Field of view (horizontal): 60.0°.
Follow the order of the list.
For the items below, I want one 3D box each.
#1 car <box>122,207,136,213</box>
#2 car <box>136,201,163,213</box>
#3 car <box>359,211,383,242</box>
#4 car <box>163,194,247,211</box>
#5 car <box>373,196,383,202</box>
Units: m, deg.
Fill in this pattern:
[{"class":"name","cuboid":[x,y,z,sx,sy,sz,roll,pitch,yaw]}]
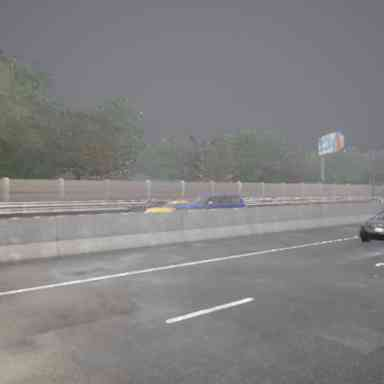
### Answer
[{"class":"car","cuboid":[-3.089,1.484,27.587,5.357,1.411,2.033,0,0,-35]},{"class":"car","cuboid":[-1.231,1.415,24.611,5.008,1.535,1.882,0,0,-35]},{"class":"car","cuboid":[9.204,1.489,14.612,4.181,1.385,1.994,0,0,-36]},{"class":"car","cuboid":[1.181,1.157,22.033,5.566,2.045,2.150,0,0,-35]},{"class":"car","cuboid":[29.543,1.309,50.809,4.892,1.490,1.837,0,0,-35]}]
